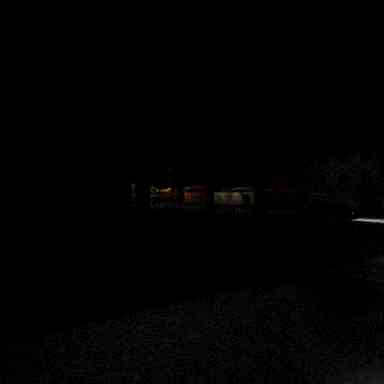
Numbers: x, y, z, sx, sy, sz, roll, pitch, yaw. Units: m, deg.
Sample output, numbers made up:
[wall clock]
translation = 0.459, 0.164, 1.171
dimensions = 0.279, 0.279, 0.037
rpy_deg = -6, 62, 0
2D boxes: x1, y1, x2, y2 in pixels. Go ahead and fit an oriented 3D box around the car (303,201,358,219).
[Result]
[car]
translation = 11.404, 1.458, 27.616
dimensions = 1.994, 1.385, 4.181
rpy_deg = 0, 0, -35
